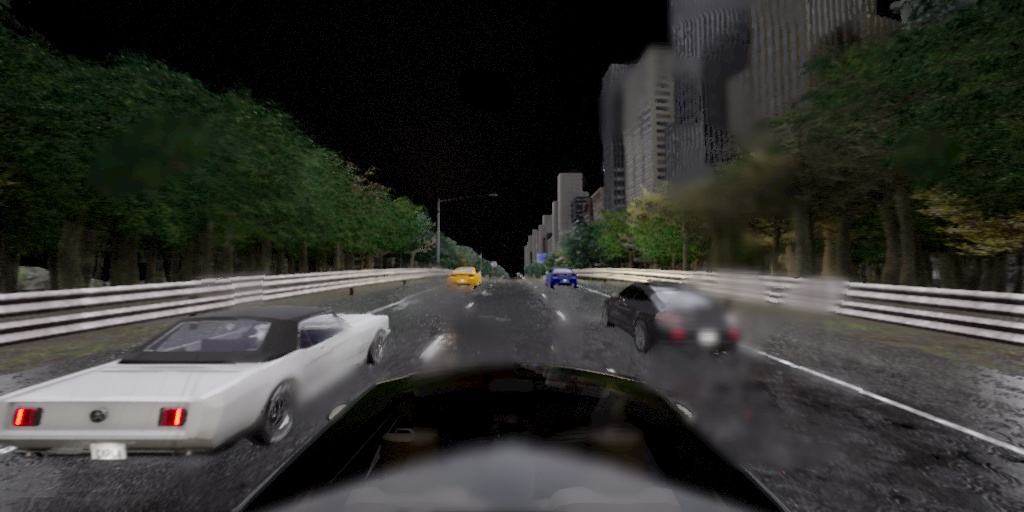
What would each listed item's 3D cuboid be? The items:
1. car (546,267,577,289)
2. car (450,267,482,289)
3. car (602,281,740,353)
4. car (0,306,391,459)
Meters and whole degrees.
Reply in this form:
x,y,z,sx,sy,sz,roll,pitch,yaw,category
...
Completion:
x,y,z,sx,sy,sz,roll,pitch,yaw,category
3.616,1.585,26.867,1.882,1.535,5.008,0,-1,0,car
-3.384,1.585,26.883,1.882,1.535,5.008,0,-1,0,car
3.606,1.342,8.891,1.812,1.442,4.674,0,0,0,car
-3.397,1.383,5.249,1.895,1.301,4.718,0,-1,0,car
